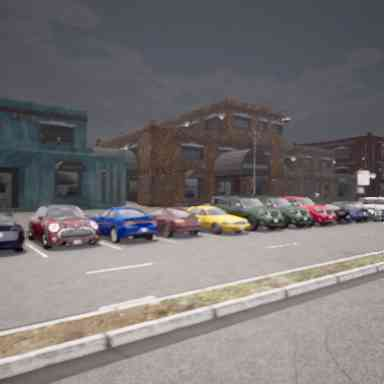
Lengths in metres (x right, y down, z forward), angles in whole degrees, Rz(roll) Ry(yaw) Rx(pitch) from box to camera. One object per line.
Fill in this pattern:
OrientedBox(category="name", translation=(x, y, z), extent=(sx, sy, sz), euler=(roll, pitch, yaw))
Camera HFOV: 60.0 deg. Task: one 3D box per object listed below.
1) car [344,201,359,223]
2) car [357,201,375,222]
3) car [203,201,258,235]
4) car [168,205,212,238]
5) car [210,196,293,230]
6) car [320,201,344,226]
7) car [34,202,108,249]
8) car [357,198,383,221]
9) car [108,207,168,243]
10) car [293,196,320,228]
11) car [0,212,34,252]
OrientedBox(category="car", translation=(9.866, 1.634, 26.100), extent=(2.097, 1.535, 5.008), euler=(1, -1, -36))
OrientedBox(category="car", translation=(12.073, 1.713, 27.742), extent=(2.163, 1.488, 4.792), euler=(1, -1, -36))
OrientedBox(category="car", translation=(1.050, 1.513, 19.488), extent=(1.946, 1.575, 5.366), euler=(0, 0, -36))
OrientedBox(category="car", translation=(-1.290, 1.544, 18.018), extent=(2.002, 1.452, 4.674), euler=(0, 0, -36))
OrientedBox(category="car", translation=(3.188, 1.286, 21.232), extent=(2.435, 2.045, 5.566), euler=(1, 0, -36))
OrientedBox(category="car", translation=(7.650, 1.346, 24.465), extent=(2.435, 2.045, 5.566), euler=(1, -1, -36))
OrientedBox(category="car", translation=(-5.773, 1.363, 14.810), extent=(2.185, 1.767, 4.553), euler=(0, 0, -36))
OrientedBox(category="car", translation=(14.307, 1.608, 29.364), extent=(2.185, 1.767, 4.553), euler=(1, -1, -36))
OrientedBox(category="car", translation=(-3.519, 1.494, 16.399), extent=(2.097, 1.535, 5.008), euler=(0, 0, -36))
OrientedBox(category="car", translation=(5.421, 1.311, 22.850), extent=(2.435, 2.045, 5.566), euler=(1, 0, -36))
OrientedBox(category="car", translation=(-8.005, 1.513, 13.190), extent=(2.163, 1.488, 4.792), euler=(0, 0, -36))
